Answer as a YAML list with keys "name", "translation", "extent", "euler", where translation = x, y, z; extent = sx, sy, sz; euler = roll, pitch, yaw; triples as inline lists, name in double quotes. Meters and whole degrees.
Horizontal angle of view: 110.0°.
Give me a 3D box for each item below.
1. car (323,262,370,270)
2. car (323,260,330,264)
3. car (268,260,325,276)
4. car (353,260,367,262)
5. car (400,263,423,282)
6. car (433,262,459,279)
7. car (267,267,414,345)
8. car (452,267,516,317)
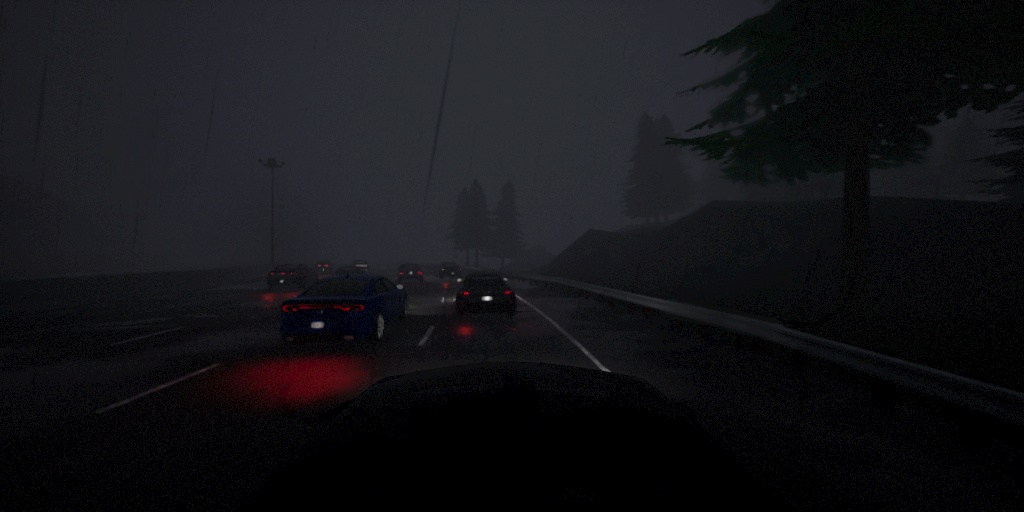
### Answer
- name: "car"
  translation: [-10.095, 1.296, 22.479]
  extent: [1.994, 1.385, 4.181]
  euler: [0, 0, -15]
- name: "car"
  translation: [-21.078, 1.227, 40.001]
  extent: [1.837, 1.490, 4.892]
  euler: [0, -1, -28]
- name: "car"
  translation: [-13.784, 1.235, 22.744]
  extent: [2.128, 1.511, 4.902]
  euler: [0, 0, -16]
- name: "car"
  translation: [-16.683, 1.204, 39.209]
  extent: [2.128, 1.511, 4.902]
  euler: [0, 0, -27]
- name: "car"
  translation: [-7.969, 1.260, 27.835]
  extent: [2.033, 1.411, 5.357]
  euler: [0, 0, -18]
- name: "car"
  translation: [-5.633, 1.223, 31.424]
  extent: [1.812, 1.442, 4.674]
  euler: [0, 0, -20]
- name: "car"
  translation: [-4.119, 1.222, 9.634]
  extent: [1.882, 1.535, 5.008]
  euler: [0, 0, -5]
- name: "car"
  translation: [-1.059, 1.290, 13.172]
  extent: [1.994, 1.385, 4.181]
  euler: [0, 0, -8]
